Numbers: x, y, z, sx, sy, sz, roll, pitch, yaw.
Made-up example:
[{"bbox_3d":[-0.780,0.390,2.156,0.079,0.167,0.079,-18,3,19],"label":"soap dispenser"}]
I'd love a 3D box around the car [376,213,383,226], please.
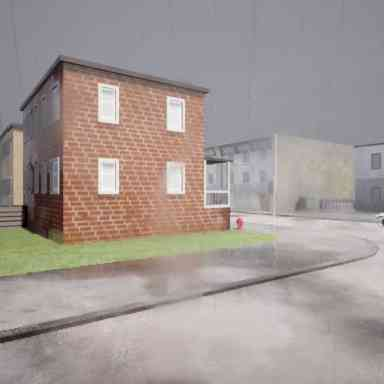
[{"bbox_3d":[13.789,1.526,20.138,4.674,1.442,1.812,0,1,36],"label":"car"}]
